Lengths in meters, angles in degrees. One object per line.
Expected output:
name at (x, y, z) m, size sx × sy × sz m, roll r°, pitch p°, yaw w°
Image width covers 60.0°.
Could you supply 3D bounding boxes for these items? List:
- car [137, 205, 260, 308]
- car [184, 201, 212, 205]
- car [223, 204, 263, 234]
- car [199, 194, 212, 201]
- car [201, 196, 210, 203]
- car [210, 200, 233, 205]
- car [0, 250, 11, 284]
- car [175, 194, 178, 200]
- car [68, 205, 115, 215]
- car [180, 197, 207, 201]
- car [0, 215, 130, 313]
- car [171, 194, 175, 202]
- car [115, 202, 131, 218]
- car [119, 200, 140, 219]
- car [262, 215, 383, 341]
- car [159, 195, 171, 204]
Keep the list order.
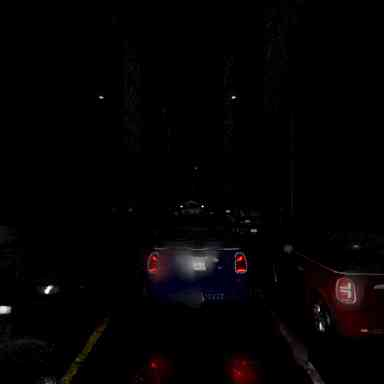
car at (0.100, 1.352, 8.097) m, size 2.097 × 1.767 × 4.553 m, roll 0°, pitch 0°, yaw 0°
car at (0.098, 1.479, 17.377) m, size 1.882 × 1.535 × 5.008 m, roll 0°, pitch 0°, yaw 0°
car at (2.856, 1.552, 17.531) m, size 2.008 × 1.369 × 4.403 m, roll 0°, pitch 0°, yaw 0°
car at (2.896, 1.484, 65.624) m, size 1.967 × 1.590 × 4.097 m, roll 0°, pitch 0°, yaw 0°
car at (2.907, 1.579, 71.203) m, size 1.752 × 1.417 × 4.829 m, roll 0°, pitch 0°, yaw 0°
car at (2.858, 1.569, 28.534) m, size 1.947 × 1.339 × 4.313 m, roll 0°, pitch 0°, yaw 0°
car at (-5.671, 1.582, 6.530) m, size 1.802 × 1.307 × 4.206 m, roll 0°, pitch 0°, yaw 0°
car at (-5.576, 1.637, 92.510) m, size 1.752 × 1.417 × 4.829 m, roll 0°, pitch 0°, yaw 0°
car at (-5.669, 1.567, 17.532) m, size 1.947 × 1.339 × 4.313 m, roll 0°, pitch 0°, yaw 0°
car at (0.003, 1.459, 27.399) m, size 1.801 × 1.575 × 5.366 m, roll 0°, pitch 0°, yaw 0°
car at (-3.101, 1.547, 8.121) m, size 2.033 × 1.411 × 5.357 m, roll 0°, pitch 0°, yaw 0°
car at (-5.607, 1.616, 76.455) m, size 2.008 × 1.369 × 4.403 m, roll 0°, pitch 0°, yaw 0°
car at (-5.669, 1.584, 23.034) m, size 1.802 × 1.307 × 4.206 m, roll 0°, pitch 0°, yaw 0°
car at (-5.668, 1.443, 28.535) m, size 1.967 × 1.590 × 4.097 m, roll 0°, pitch 0°, yaw 0°
car at (2.855, 1.440, 6.528) m, size 1.967 × 1.590 × 4.097 m, roll 0°, pitch 0°, yaw 0°
car at (-5.628, 1.625, 65.638) m, size 1.802 × 1.307 × 4.206 m, roll 0°, pitch 0°, yaw 0°
